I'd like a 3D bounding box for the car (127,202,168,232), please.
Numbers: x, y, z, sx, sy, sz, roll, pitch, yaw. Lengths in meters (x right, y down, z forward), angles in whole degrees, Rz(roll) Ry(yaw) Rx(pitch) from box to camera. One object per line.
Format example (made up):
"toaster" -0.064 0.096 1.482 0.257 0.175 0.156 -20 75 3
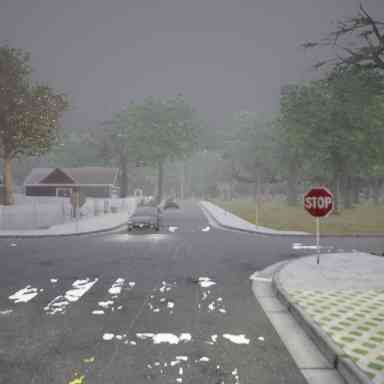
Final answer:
"car" -2.769 1.583 20.566 1.837 1.490 4.892 0 0 0

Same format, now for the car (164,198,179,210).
"car" -2.794 1.633 46.373 1.882 1.535 5.008 0 0 0
